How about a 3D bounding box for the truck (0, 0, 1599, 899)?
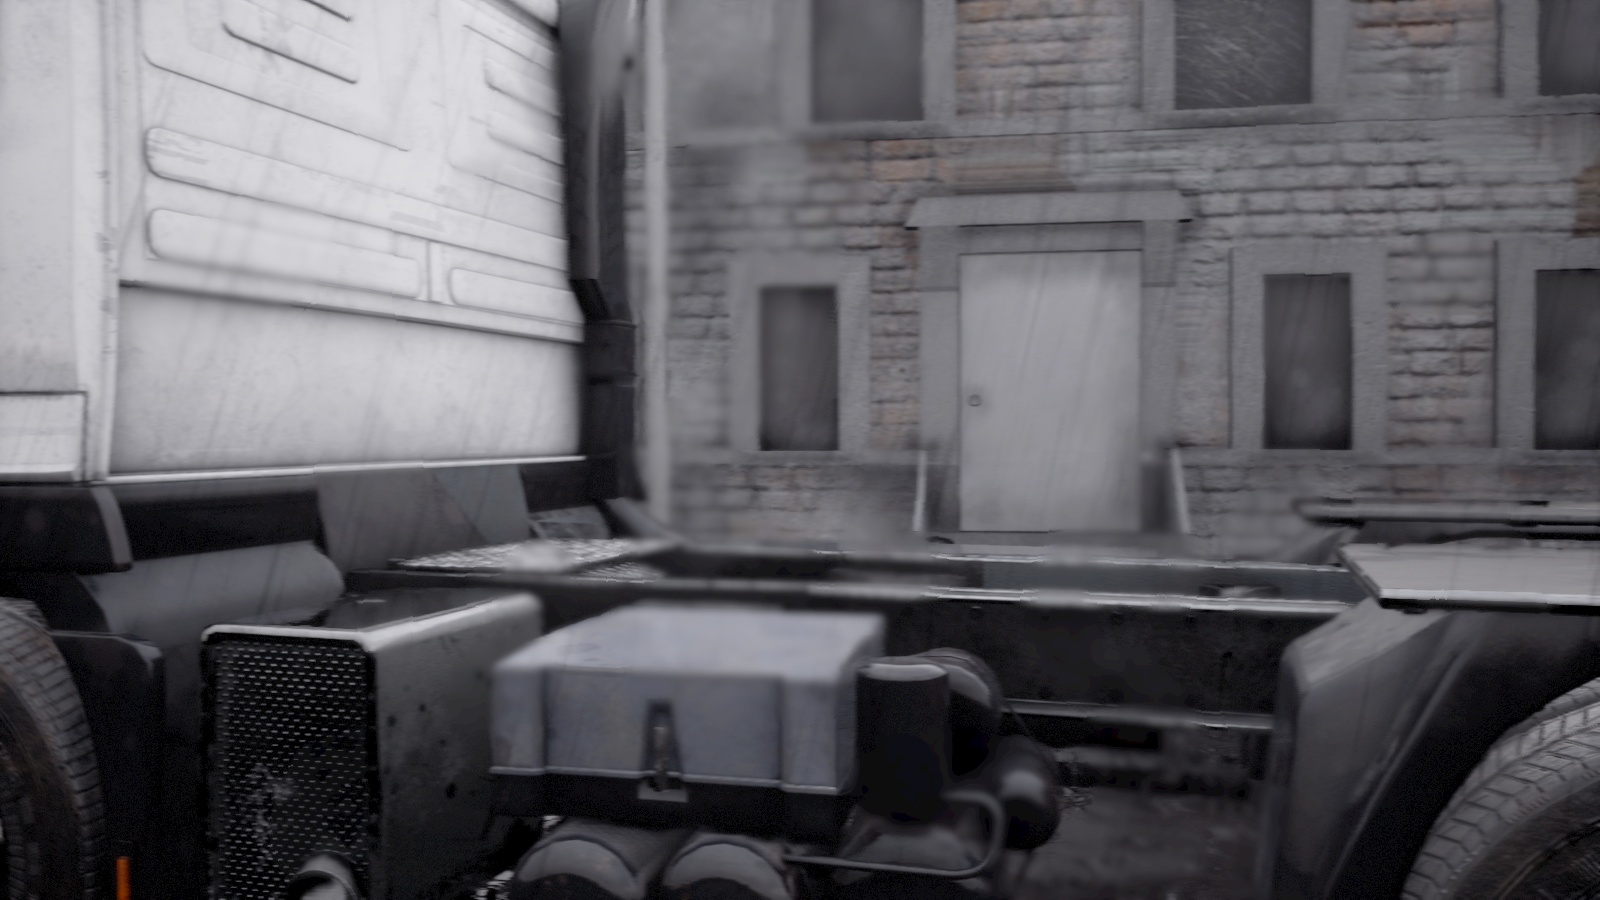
[{"bbox_3d":[0.388,-0.211,3.574,7.936,3.462,2.891,1,1,19],"label":"truck"}]
